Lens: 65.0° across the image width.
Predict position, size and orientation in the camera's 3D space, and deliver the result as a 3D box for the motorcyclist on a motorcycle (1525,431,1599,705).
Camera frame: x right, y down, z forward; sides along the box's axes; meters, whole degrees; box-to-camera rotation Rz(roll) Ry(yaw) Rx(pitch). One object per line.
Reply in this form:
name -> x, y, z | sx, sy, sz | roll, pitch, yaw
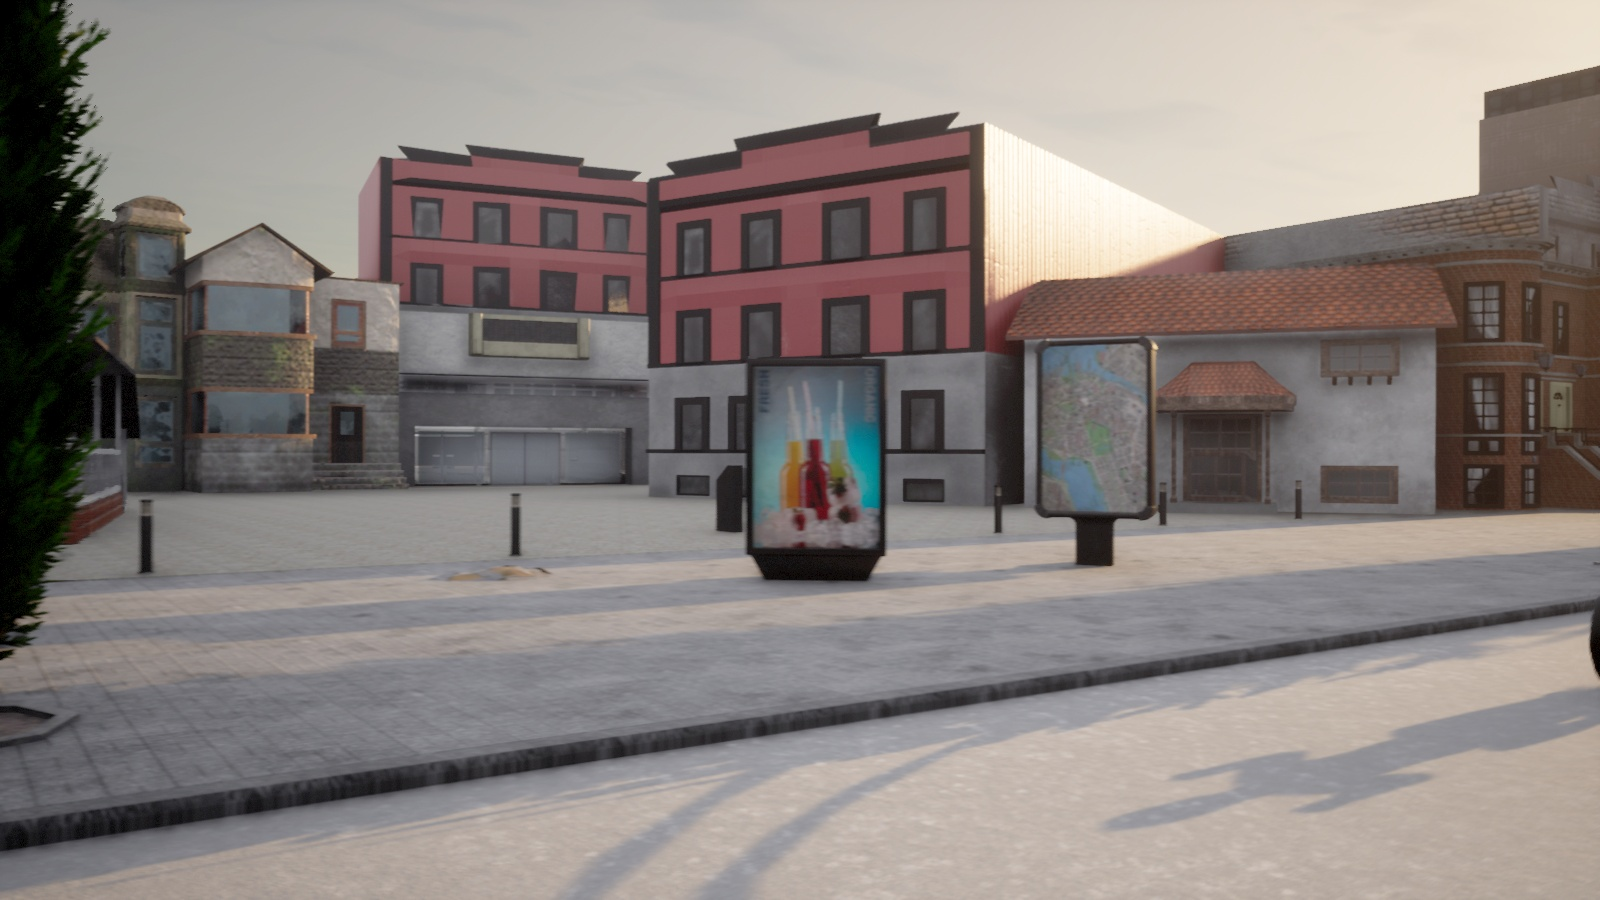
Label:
motorcyclist on a motorcycle -> 5.756, 0.707, 8.275 | 2.350, 1.649, 0.766 | 0, 0, -35
